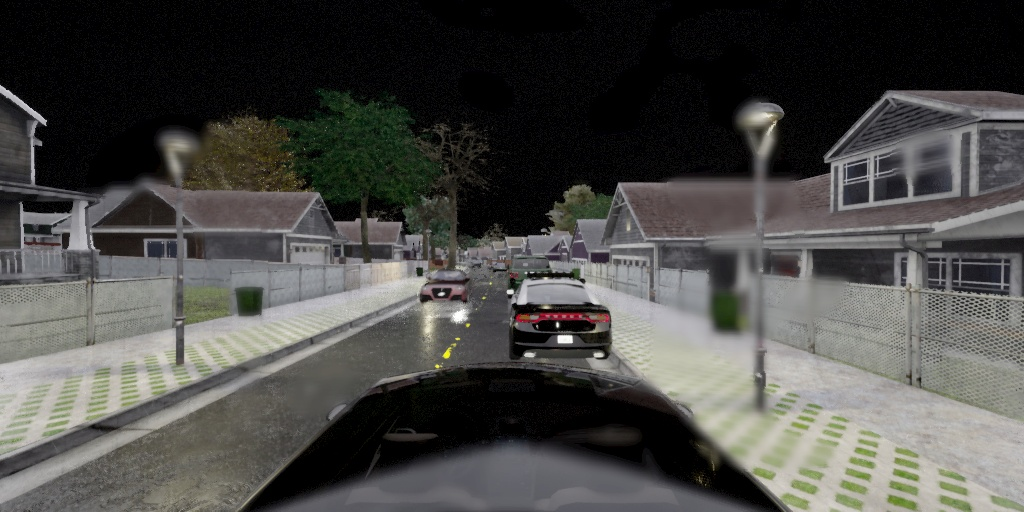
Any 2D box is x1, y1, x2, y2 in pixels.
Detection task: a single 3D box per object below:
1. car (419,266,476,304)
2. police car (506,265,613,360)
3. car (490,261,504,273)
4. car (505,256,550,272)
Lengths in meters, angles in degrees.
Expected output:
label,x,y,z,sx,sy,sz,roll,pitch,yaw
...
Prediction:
label,x,y,z,sx,sy,sz,roll,pitch,yaw
car,-2.845,1.337,16.349,1.994,1.385,4.181,0,0,-1
police car,0.896,1.180,8.516,1.930,1.638,5.238,0,0,0
car,-1.522,1.477,47.483,1.994,1.385,4.181,0,0,-4
car,0.841,1.001,18.490,2.150,2.045,5.566,0,0,-1
